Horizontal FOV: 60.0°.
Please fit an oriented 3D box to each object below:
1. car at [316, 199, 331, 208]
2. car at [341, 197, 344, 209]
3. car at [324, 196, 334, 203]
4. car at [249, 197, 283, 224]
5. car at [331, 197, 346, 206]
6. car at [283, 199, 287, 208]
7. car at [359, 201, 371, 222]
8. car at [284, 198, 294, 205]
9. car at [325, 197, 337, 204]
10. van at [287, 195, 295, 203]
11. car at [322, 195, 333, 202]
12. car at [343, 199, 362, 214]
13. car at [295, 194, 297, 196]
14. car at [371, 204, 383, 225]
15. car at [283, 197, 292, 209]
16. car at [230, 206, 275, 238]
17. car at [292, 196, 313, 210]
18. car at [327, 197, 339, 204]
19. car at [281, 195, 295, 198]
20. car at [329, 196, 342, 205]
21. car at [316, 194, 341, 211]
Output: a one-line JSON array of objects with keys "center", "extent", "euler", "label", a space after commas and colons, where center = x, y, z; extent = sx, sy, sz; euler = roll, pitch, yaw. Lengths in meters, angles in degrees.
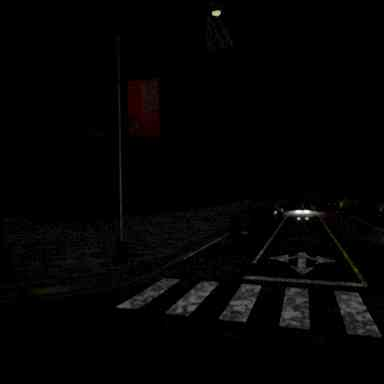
[{"center": [20.397, 1.752, 51.724], "extent": [1.994, 1.385, 4.181], "euler": [-1, -1, 18], "label": "car"}, {"center": [21.786, 1.656, 47.177], "extent": [1.752, 1.417, 4.829], "euler": [-1, -1, 18], "label": "car"}, {"center": [32.099, 1.795, 78.050], "extent": [1.752, 1.417, 4.829], "euler": [-1, -1, 18], "label": "car"}, {"center": [5.052, 1.474, 23.993], "extent": [2.192, 1.841, 5.009], "euler": [-1, -1, 18], "label": "car"}, {"center": [25.168, 1.614, 57.307], "extent": [1.967, 1.590, 4.097], "euler": [-1, -1, 18], "label": "car"}, {"center": [8.440, 1.722, 34.123], "extent": [1.752, 1.417, 4.829], "euler": [-1, -1, 18], "label": "car"}, {"center": [14.859, 1.632, 26.433], "extent": [1.802, 1.307, 4.206], "euler": [-1, -1, 18], "label": "car"}, {"center": [20.526, 1.894, 70.309], "extent": [1.887, 1.381, 4.507], "euler": [-1, -1, 18], "label": "car"}, {"center": [30.326, 1.795, 72.743], "extent": [2.008, 1.369, 4.403], "euler": [-1, -1, 18], "label": "car"}, {"center": [23.961, 1.738, 80.605], "extent": [1.690, 1.788, 3.998], "euler": [-1, -1, 18], "label": "van"}, {"center": [33.760, 1.607, 83.036], "extent": [2.192, 1.841, 5.009], "euler": [-1, -1, 18], "label": "car"}, {"center": [18.295, 1.633, 36.724], "extent": [1.887, 1.381, 4.507], "euler": [-1, -1, 18], "label": "car"}, {"center": [18.803, 1.641, 65.166], "extent": [2.192, 1.841, 5.009], "euler": [-1, -1, 18], "label": "car"}, {"center": [13.138, 1.471, 21.289], "extent": [1.967, 1.590, 4.097], "euler": [-1, -1, 18], "label": "car"}, {"center": [13.651, 1.840, 49.724], "extent": [1.802, 1.307, 4.206], "euler": [-1, -1, 18], "label": "car"}, {"center": [3.337, 1.706, 18.845], "extent": [1.947, 1.339, 4.313], "euler": [-1, -1, 18], "label": "car"}, {"center": [15.575, 1.700, 46.759], "extent": [2.128, 1.511, 4.902], "euler": [-1, -1, 18], "label": "car"}, {"center": [28.607, 1.766, 67.598], "extent": [1.887, 1.381, 4.507], "euler": [-1, -1, 18], "label": "car"}, {"center": [15.366, 1.595, 54.873], "extent": [2.192, 1.841, 5.009], "euler": [-1, -1, 18], "label": "car"}, {"center": [26.887, 1.637, 62.453], "extent": [1.967, 1.590, 4.097], "euler": [-1, -1, 18], "label": "car"}, {"center": [17.272, 1.501, 42.307], "extent": [2.097, 1.767, 4.553], "euler": [-1, -1, 19], "label": "car"}]
